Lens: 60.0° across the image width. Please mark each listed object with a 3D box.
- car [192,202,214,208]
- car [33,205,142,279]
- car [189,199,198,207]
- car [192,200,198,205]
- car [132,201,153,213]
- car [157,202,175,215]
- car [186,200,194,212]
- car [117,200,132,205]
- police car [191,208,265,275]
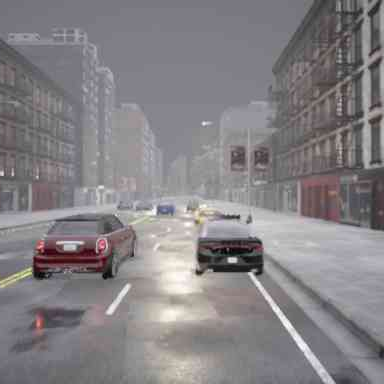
[{"bbox_3d":[1.073,1.662,21.026,1.801,1.575,5.366,0,-1,0],"label":"car"},{"bbox_3d":[-3.098,1.464,10.593,2.097,1.767,4.553,0,-1,0],"label":"car"},{"bbox_3d":[0.303,2.203,67.394,1.895,1.301,4.718,0,0,0],"label":"car"},{"bbox_3d":[1.099,1.721,27.025,1.801,1.575,5.366,0,-1,0],"label":"car"},{"bbox_3d":[-6.391,1.936,44.723,1.837,1.490,4.892,0,-1,0],"label":"car"},{"bbox_3d":[-2.975,1.854,38.585,1.882,1.535,5.008,0,0,0],"label":"car"},{"bbox_3d":[0.219,1.993,46.131,1.994,1.385,4.181,0,0,1],"label":"car"},{"bbox_3d":[-9.622,1.968,48.106,1.837,1.490,4.892,0,0,0],"label":"car"},{"bbox_3d":[1.028,1.533,10.946,1.930,1.638,5.238,0,-1,0],"label":"police car"}]
